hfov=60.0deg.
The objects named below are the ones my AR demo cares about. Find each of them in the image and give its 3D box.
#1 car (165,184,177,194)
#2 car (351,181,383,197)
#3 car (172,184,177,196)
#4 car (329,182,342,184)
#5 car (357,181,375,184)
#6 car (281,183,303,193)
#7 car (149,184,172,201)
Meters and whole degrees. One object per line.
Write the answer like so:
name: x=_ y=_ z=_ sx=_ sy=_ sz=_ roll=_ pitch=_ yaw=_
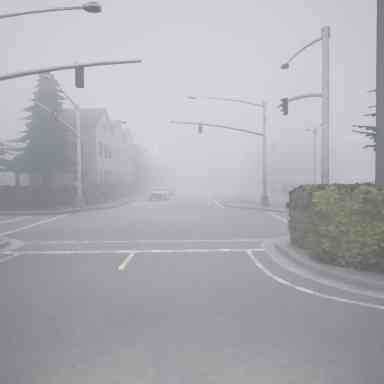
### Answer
car: x=-3.719 y=-0.582 z=59.261 sx=1.837 sy=1.490 sz=4.892 roll=-1 pitch=3 yaw=0
car: x=22.259 y=-0.469 z=42.135 sx=1.932 sy=1.855 sz=4.605 roll=-1 pitch=2 yaw=0
car: x=-3.737 y=-0.333 z=47.822 sx=2.097 sy=1.767 sz=4.553 roll=-1 pitch=2 yaw=0
car: x=25.304 y=-1.048 z=59.525 sx=2.152 sy=1.636 sz=5.027 roll=-1 pitch=2 yaw=0
car: x=19.015 y=-0.182 z=34.254 sx=1.905 sy=1.878 sz=3.866 roll=-1 pitch=2 yaw=0
car: x=15.266 y=-0.542 z=52.112 sx=2.007 sy=1.523 sz=4.514 roll=-1 pitch=2 yaw=0
car: x=-3.717 y=0.140 z=37.804 sx=1.882 sy=1.535 sz=5.008 roll=-1 pitch=2 yaw=0
